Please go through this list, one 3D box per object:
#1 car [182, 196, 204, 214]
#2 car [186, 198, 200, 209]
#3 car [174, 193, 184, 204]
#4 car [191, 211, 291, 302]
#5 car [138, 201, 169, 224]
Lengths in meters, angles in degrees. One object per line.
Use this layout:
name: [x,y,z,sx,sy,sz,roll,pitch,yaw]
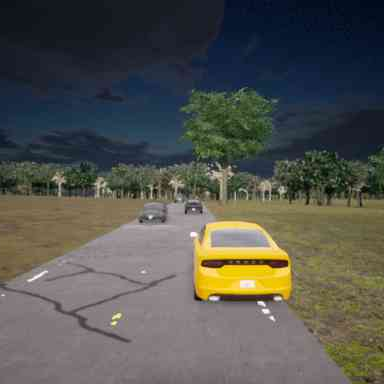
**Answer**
car: [0.178,1.474,35.610,1.837,1.490,4.892,0,0,0]
car: [0.176,1.589,46.242,1.895,1.301,4.718,0,0,1]
car: [-2.542,1.319,68.895,2.150,2.045,5.566,0,0,0]
car: [0.986,1.476,8.364,1.882,1.535,5.008,0,0,0]
car: [-2.777,1.477,24.734,1.837,1.490,4.892,0,0,0]
